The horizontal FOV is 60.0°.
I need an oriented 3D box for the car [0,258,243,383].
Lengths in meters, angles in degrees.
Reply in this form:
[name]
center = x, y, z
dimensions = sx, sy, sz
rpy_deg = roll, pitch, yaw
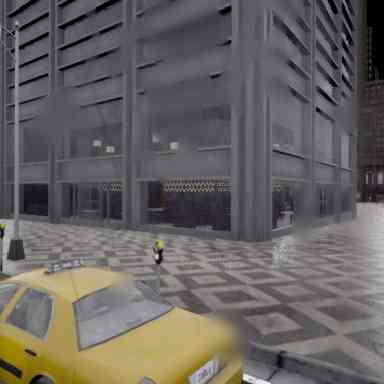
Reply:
[car]
center = -1.763, 1.525, 4.224
dimensions = 4.829, 1.417, 1.752
rpy_deg = 0, 0, 36
